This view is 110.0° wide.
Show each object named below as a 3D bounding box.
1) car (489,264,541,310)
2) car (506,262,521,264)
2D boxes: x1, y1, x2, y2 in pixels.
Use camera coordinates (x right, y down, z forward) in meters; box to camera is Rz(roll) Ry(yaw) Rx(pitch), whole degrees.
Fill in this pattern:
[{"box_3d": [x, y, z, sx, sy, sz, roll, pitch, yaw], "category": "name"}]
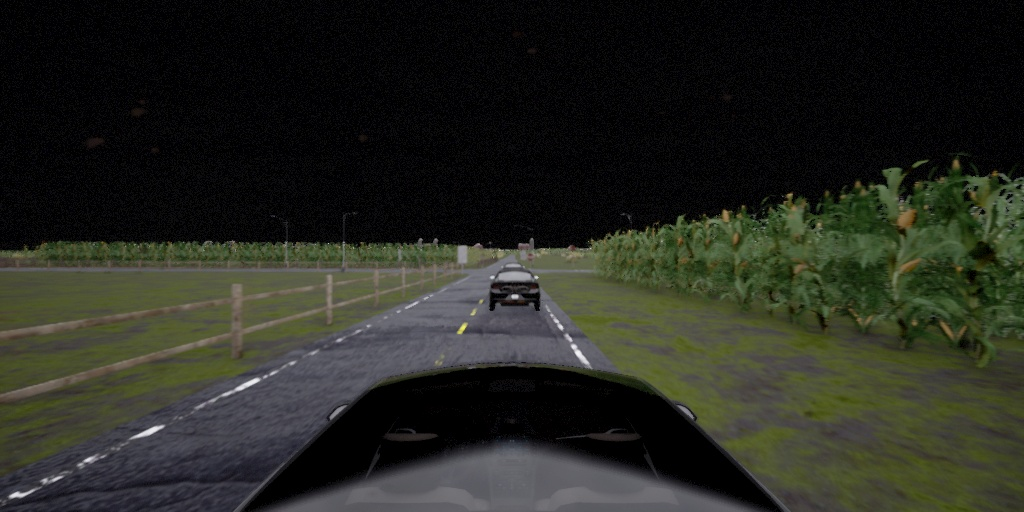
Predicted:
[{"box_3d": [0.103, 1.256, 14.822, 1.882, 1.535, 5.008, 0, 0, 0], "category": "car"}, {"box_3d": [0.105, 1.280, 30.050, 1.882, 1.535, 5.008, 0, 0, 0], "category": "car"}]
